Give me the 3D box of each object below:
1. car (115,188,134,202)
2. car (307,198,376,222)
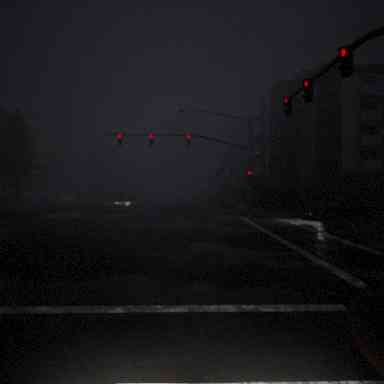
[{"bbox_3d":[-10.564,0.399,52.396,2.150,2.045,5.566,0,1,1],"label":"car"},{"bbox_3d":[10.153,1.169,22.590,4.674,1.442,1.812,0,1,-12],"label":"car"}]
